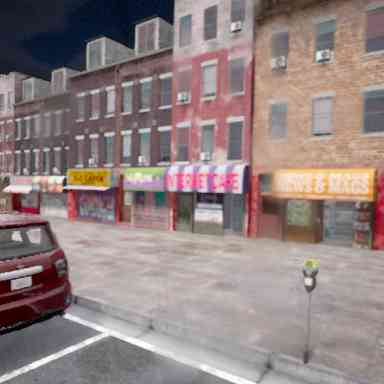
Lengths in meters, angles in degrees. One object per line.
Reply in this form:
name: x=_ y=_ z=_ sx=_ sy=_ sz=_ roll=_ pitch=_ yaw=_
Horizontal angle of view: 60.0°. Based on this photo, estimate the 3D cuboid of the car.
car: x=-4.184 y=1.264 z=5.774 sx=5.009 sy=1.841 sz=2.192 roll=1 pitch=2 yaw=36
